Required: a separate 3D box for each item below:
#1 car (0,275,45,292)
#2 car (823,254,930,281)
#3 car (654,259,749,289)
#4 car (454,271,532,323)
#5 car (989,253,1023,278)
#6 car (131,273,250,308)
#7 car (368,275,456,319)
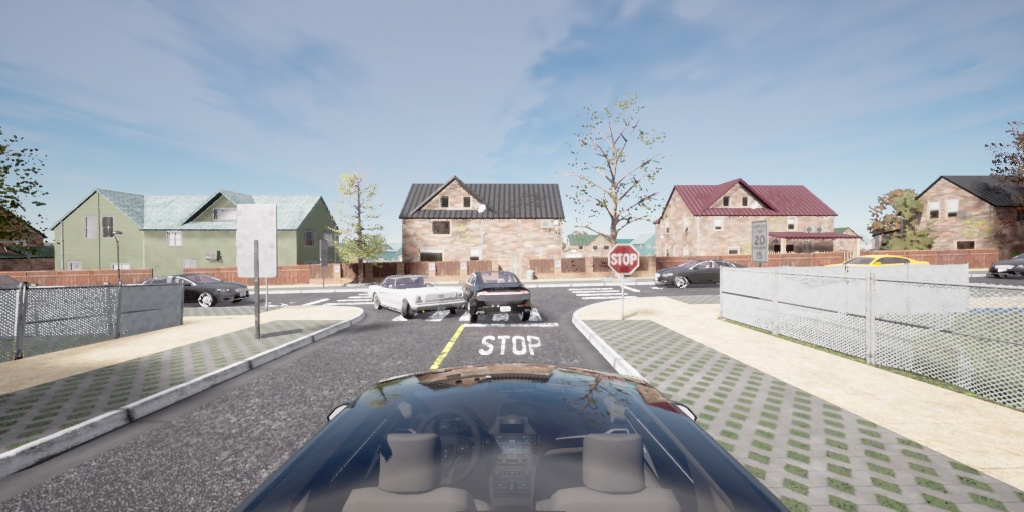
[{"bbox_3d":[-24.242,1.648,16.522,4.553,1.767,2.097,-1,1,0],"label":"car"},{"bbox_3d":[19.759,0.690,19.657,5.008,1.535,1.882,-1,1,-1],"label":"car"},{"bbox_3d":[10.328,0.926,19.619,4.902,1.511,2.128,-1,1,0],"label":"car"},{"bbox_3d":[-0.687,1.243,12.210,2.128,1.511,4.902,0,0,-12],"label":"car"},{"bbox_3d":[29.383,0.478,19.694,4.902,1.511,2.128,-1,1,0],"label":"car"},{"bbox_3d":[-14.904,1.566,16.563,4.902,1.511,2.128,-1,1,0],"label":"car"},{"bbox_3d":[-3.604,1.368,13.069,1.895,1.301,4.718,0,0,-38],"label":"car"}]
